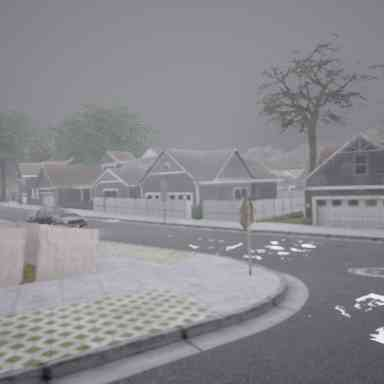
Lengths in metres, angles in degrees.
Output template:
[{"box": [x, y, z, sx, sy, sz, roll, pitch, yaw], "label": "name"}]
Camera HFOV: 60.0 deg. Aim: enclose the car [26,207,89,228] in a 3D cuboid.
[{"box": [-9.341, 1.755, 22.782, 5.357, 1.411, 2.033, 0, 3, 39], "label": "car"}]
